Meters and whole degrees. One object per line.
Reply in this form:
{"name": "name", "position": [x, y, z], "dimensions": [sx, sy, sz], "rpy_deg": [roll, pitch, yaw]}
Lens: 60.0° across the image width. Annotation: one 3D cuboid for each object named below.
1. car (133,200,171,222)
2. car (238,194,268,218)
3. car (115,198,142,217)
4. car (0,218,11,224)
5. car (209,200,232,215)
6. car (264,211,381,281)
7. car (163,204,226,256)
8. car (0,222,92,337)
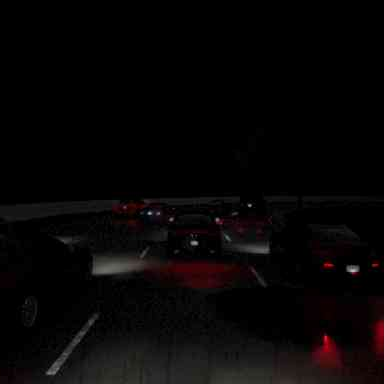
{"name": "car", "position": [-2.555, 1.541, 25.824], "dimensions": [2.033, 1.411, 5.357], "rpy_deg": [0, 0, 9]}
{"name": "car", "position": [5.524, 1.213, 29.868], "dimensions": [2.150, 2.045, 5.566], "rpy_deg": [0, 0, 17]}
{"name": "car", "position": [-5.251, 1.344, 30.555], "dimensions": [2.097, 1.767, 4.553], "rpy_deg": [0, 0, 13]}
{"name": "car", "position": [-6.913, 1.545, 10.893], "dimensions": [2.033, 1.411, 5.357], "rpy_deg": [0, 0, 0]}
{"name": "car", "position": [2.546, 1.517, 31.661], "dimensions": [1.812, 1.442, 4.674], "rpy_deg": [0, 0, 18]}
{"name": "car", "position": [3.580, 1.522, 9.676], "dimensions": [1.812, 1.442, 4.674], "rpy_deg": [0, 0, 0]}
{"name": "car", "position": [0.092, 1.474, 13.136], "dimensions": [1.882, 1.535, 5.008], "rpy_deg": [0, 0, 0]}
{"name": "car", "position": [-3.437, 1.524, 6.498], "dimensions": [1.812, 1.442, 4.674], "rpy_deg": [0, 0, 0]}
